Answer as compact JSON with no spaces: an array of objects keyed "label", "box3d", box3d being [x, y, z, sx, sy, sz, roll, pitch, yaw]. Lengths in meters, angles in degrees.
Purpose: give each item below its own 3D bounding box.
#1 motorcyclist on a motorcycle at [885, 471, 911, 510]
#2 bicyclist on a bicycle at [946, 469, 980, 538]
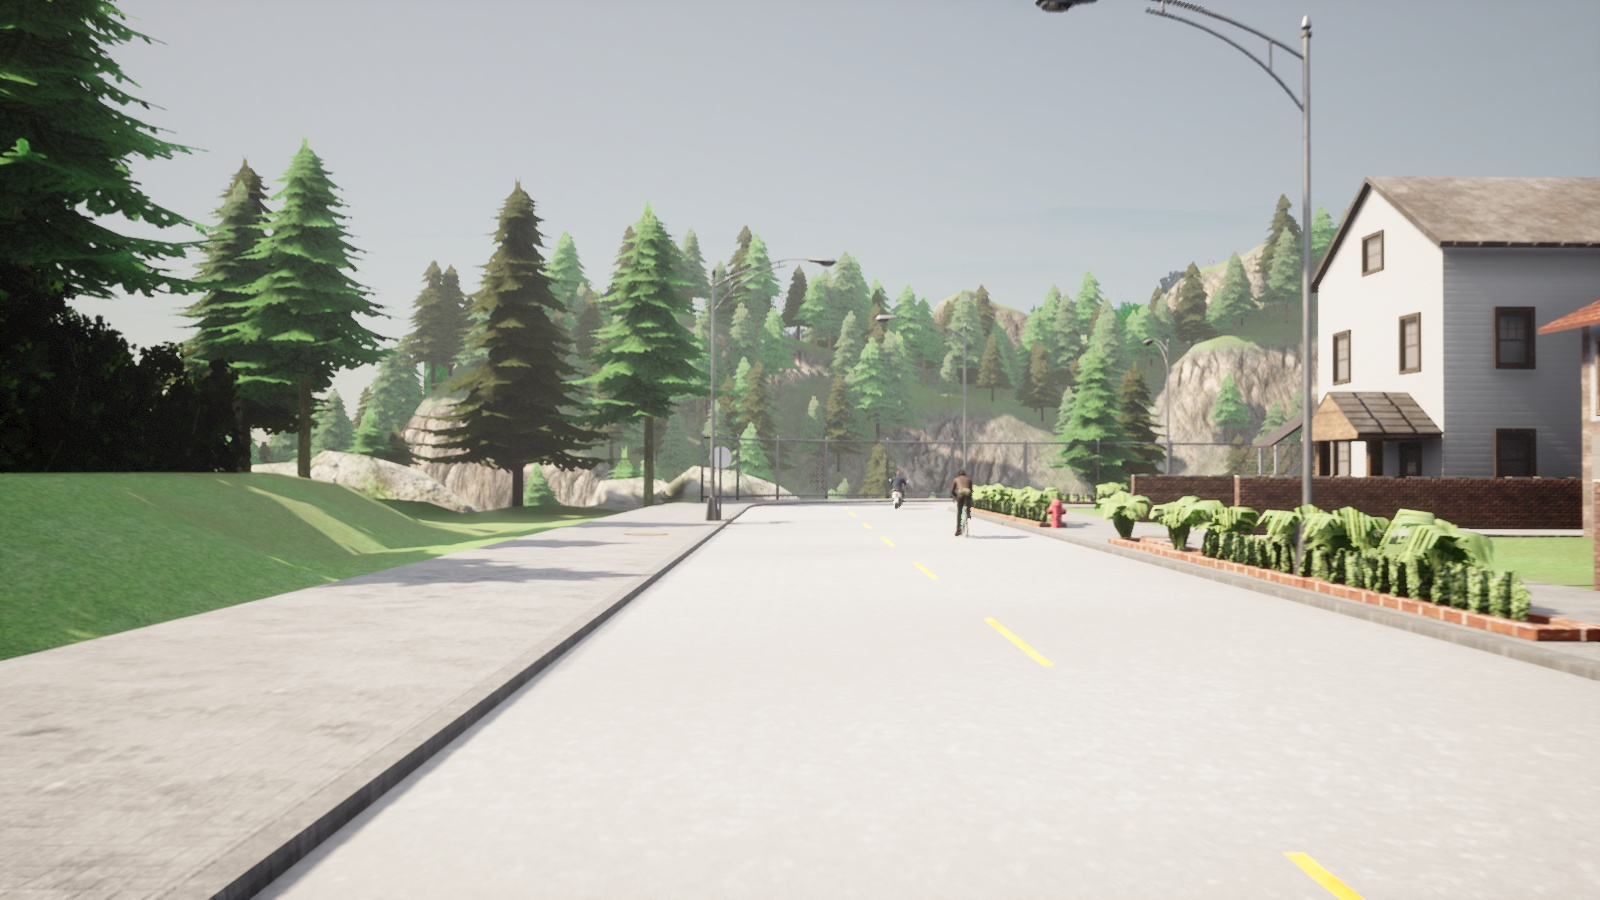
[{"label":"motorcyclist on a motorcycle","box3d":[4.174,1.693,53.328,0.866,1.590,1.817,1,-1,10]},{"label":"bicyclist on a bicycle","box3d":[3.926,1.288,30.374,0.582,1.620,1.656,0,-1,0]}]
